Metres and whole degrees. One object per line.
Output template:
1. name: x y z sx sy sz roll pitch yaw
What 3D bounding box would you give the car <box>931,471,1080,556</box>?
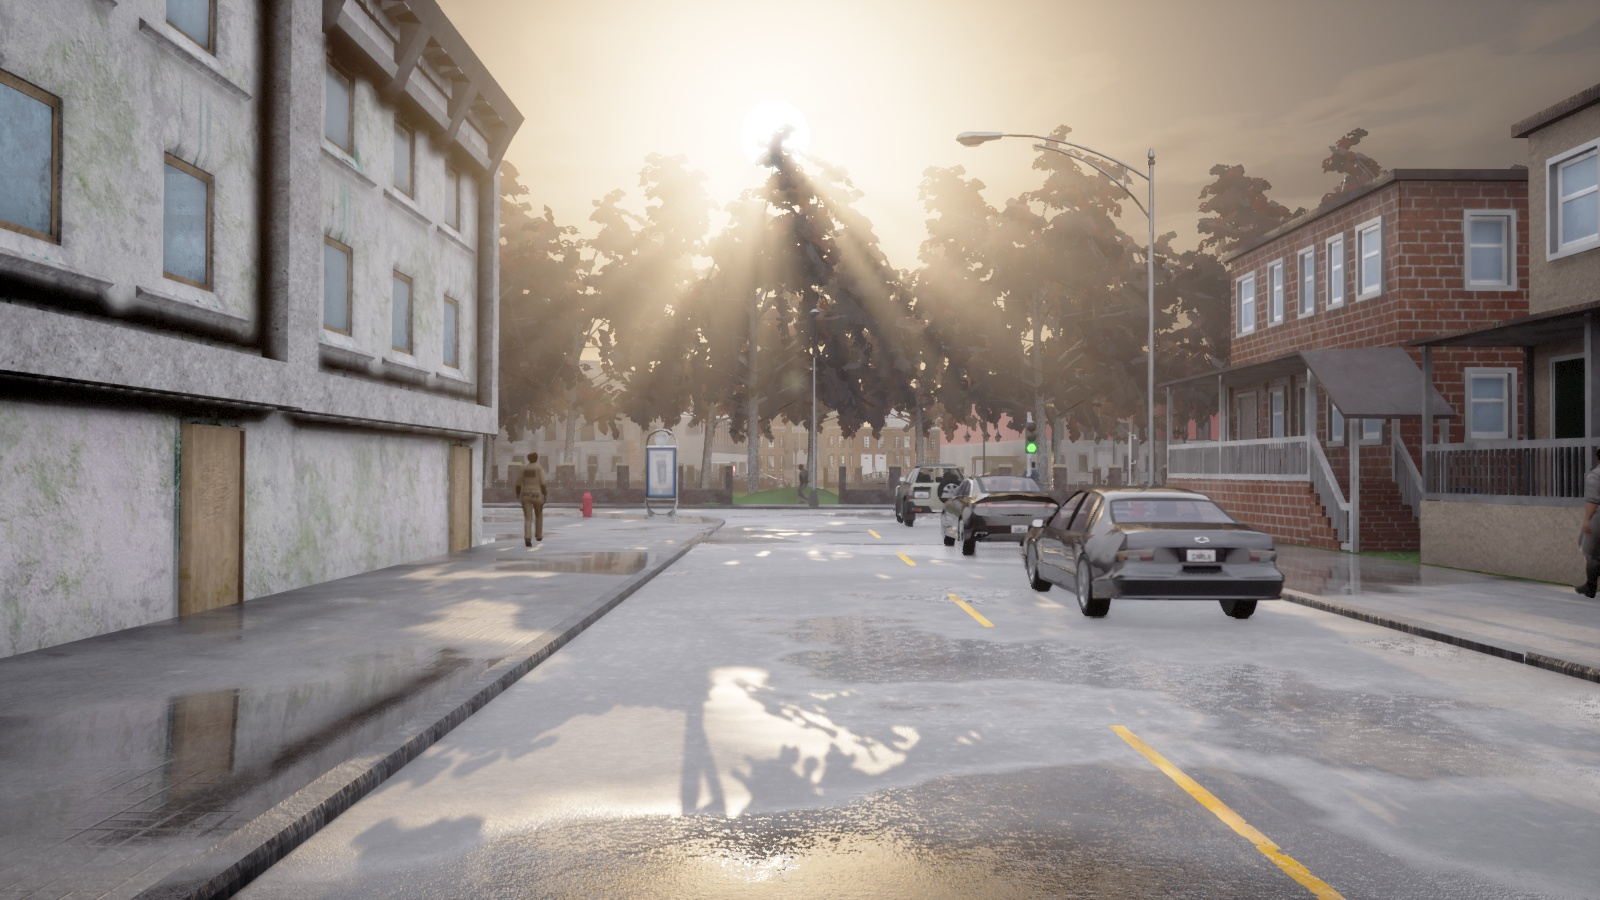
1. car: 3.928 1.173 24.936 2.128 1.511 4.902 0 -1 0

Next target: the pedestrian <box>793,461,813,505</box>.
1. pedestrian: 0.127 1.438 54.601 0.849 1.883 0.563 0 -1 0

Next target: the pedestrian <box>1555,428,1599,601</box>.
1. pedestrian: 9.329 0.730 14.518 0.659 1.952 0.873 0 -1 2

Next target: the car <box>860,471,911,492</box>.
1. car: 6.412 2.351 94.551 3.705 1.549 1.789 0 -1 0

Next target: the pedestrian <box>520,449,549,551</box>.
1. pedestrian: -5.092 0.948 24.076 0.396 1.930 0.692 0 -1 1

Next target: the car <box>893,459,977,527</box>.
1. car: 3.894 1.234 36.896 1.932 1.855 4.605 0 -1 0

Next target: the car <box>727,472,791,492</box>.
1. car: -3.044 2.410 94.516 4.792 1.488 2.163 0 -1 0

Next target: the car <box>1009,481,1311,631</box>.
1. car: 3.955 1.096 14.912 2.033 1.411 5.357 0 -1 0
